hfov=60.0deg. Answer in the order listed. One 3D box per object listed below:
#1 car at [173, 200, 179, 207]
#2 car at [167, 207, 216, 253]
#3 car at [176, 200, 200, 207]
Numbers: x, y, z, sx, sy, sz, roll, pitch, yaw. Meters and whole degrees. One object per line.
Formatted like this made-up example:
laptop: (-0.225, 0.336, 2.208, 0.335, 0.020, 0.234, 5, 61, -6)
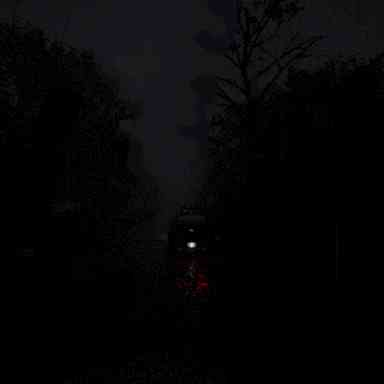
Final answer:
car: (-3.089, 2.412, 71.017, 1.882, 1.535, 5.008, 0, -1, -1)
car: (-0.007, 1.645, 14.315, 1.837, 1.490, 4.892, 0, 0, 0)
car: (-0.049, 1.773, 29.306, 2.128, 1.511, 4.902, 0, 0, 0)
